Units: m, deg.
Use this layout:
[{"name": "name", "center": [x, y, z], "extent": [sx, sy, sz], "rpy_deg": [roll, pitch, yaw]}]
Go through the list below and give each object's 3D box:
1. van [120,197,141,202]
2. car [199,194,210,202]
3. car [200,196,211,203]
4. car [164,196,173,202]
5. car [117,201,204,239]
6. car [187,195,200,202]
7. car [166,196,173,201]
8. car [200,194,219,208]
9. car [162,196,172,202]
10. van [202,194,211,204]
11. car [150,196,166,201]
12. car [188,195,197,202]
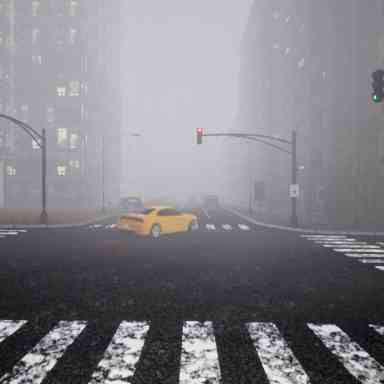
[{"name": "van", "center": [-5.663, 1.347, 30.604], "extent": [1.690, 1.788, 3.998], "rpy_deg": [0, 0, 0]}, {"name": "car", "center": [2.756, 1.348, 75.005], "extent": [2.192, 1.841, 5.009], "rpy_deg": [0, 0, 0]}, {"name": "car", "center": [2.752, 1.579, 69.454], "extent": [2.008, 1.369, 4.403], "rpy_deg": [0, 0, 0]}, {"name": "car", "center": [-5.619, 1.589, 80.563], "extent": [2.008, 1.369, 4.403], "rpy_deg": [0, 0, 0]}, {"name": "car", "center": [-1.664, 1.469, 17.499], "extent": [1.882, 1.535, 5.008], "rpy_deg": [2, 1, 35]}, {"name": "car", "center": [0.058, 1.623, 60.125], "extent": [1.895, 1.301, 4.718], "rpy_deg": [0, 0, 0]}, {"name": "car", "center": [-5.629, 1.469, 69.461], "extent": [1.967, 1.590, 4.097], "rpy_deg": [0, 0, 0]}, {"name": "car", "center": [2.732, 1.329, 47.251], "extent": [2.192, 1.841, 5.009], "rpy_deg": [0, 0, 0]}, {"name": "car", "center": [-5.624, 1.558, 74.841], "extent": [1.752, 1.417, 4.829], "rpy_deg": [0, 0, 0]}, {"name": "van", "center": [2.747, 1.366, 63.904], "extent": [1.690, 1.788, 3.998], "rpy_deg": [0, 0, 0]}, {"name": "car", "center": [-5.643, 1.542, 52.638], "extent": [1.752, 1.417, 4.829], "rpy_deg": [0, 0, 0]}, {"name": "car", "center": [0.065, 1.379, 70.101], "extent": [1.837, 1.490, 4.892], "rpy_deg": [0, 0, 0]}]
